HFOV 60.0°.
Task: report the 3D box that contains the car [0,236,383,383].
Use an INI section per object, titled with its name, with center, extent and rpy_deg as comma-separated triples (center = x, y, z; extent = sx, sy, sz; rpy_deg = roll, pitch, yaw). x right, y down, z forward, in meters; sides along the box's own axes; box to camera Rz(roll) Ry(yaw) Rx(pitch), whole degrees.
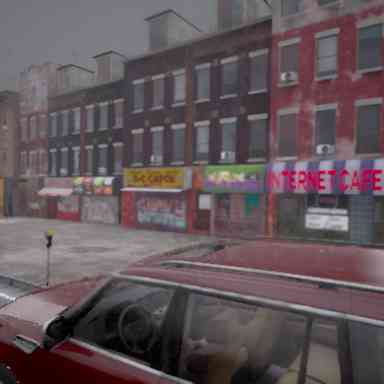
[car]
center = 0.284, 1.316, 2.582
extent = 5.009, 1.841, 2.192
rpy_deg = 0, 1, 36
